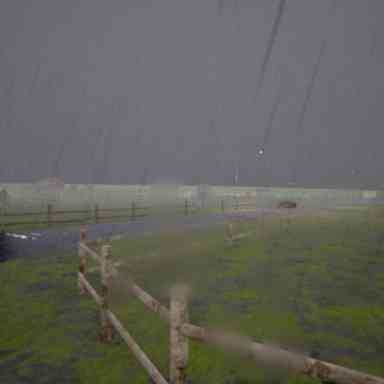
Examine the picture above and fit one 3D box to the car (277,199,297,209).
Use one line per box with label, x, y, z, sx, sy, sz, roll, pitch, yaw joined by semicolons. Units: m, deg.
car;14.310;1.824;49.953;1.994;1.385;4.181;2;1;35
